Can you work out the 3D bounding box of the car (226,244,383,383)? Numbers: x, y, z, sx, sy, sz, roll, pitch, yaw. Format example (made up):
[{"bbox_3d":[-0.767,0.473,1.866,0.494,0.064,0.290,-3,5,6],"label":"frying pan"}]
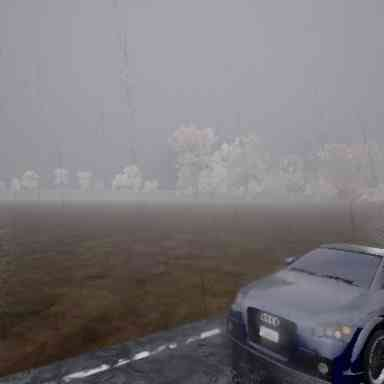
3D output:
[{"bbox_3d":[2.550,1.584,5.331,4.181,1.385,1.994,0,0,-37],"label":"car"}]
